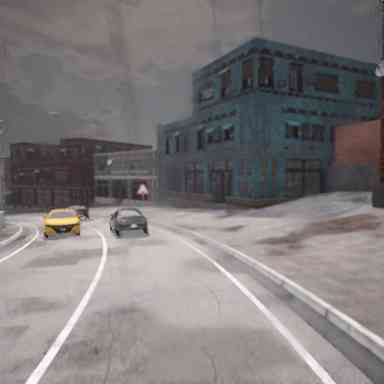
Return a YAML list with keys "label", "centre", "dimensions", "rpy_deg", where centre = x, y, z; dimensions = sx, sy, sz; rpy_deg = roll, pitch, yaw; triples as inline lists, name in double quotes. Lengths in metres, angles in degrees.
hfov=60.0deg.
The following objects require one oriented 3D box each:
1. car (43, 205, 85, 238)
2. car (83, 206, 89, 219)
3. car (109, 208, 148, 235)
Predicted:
- label: "car"
  centre: [-7.730, 1.771, 19.878]
  dimensions: [1.882, 1.535, 5.008]
  rpy_deg: [-1, -1, -22]
- label: "car"
  centre: [-12.757, 2.207, 36.176]
  dimensions: [1.837, 1.490, 4.892]
  rpy_deg: [-2, -1, -37]
- label: "car"
  centre: [-3.875, 1.702, 20.070]
  dimensions: [1.812, 1.442, 4.674]
  rpy_deg: [-1, -1, -19]
